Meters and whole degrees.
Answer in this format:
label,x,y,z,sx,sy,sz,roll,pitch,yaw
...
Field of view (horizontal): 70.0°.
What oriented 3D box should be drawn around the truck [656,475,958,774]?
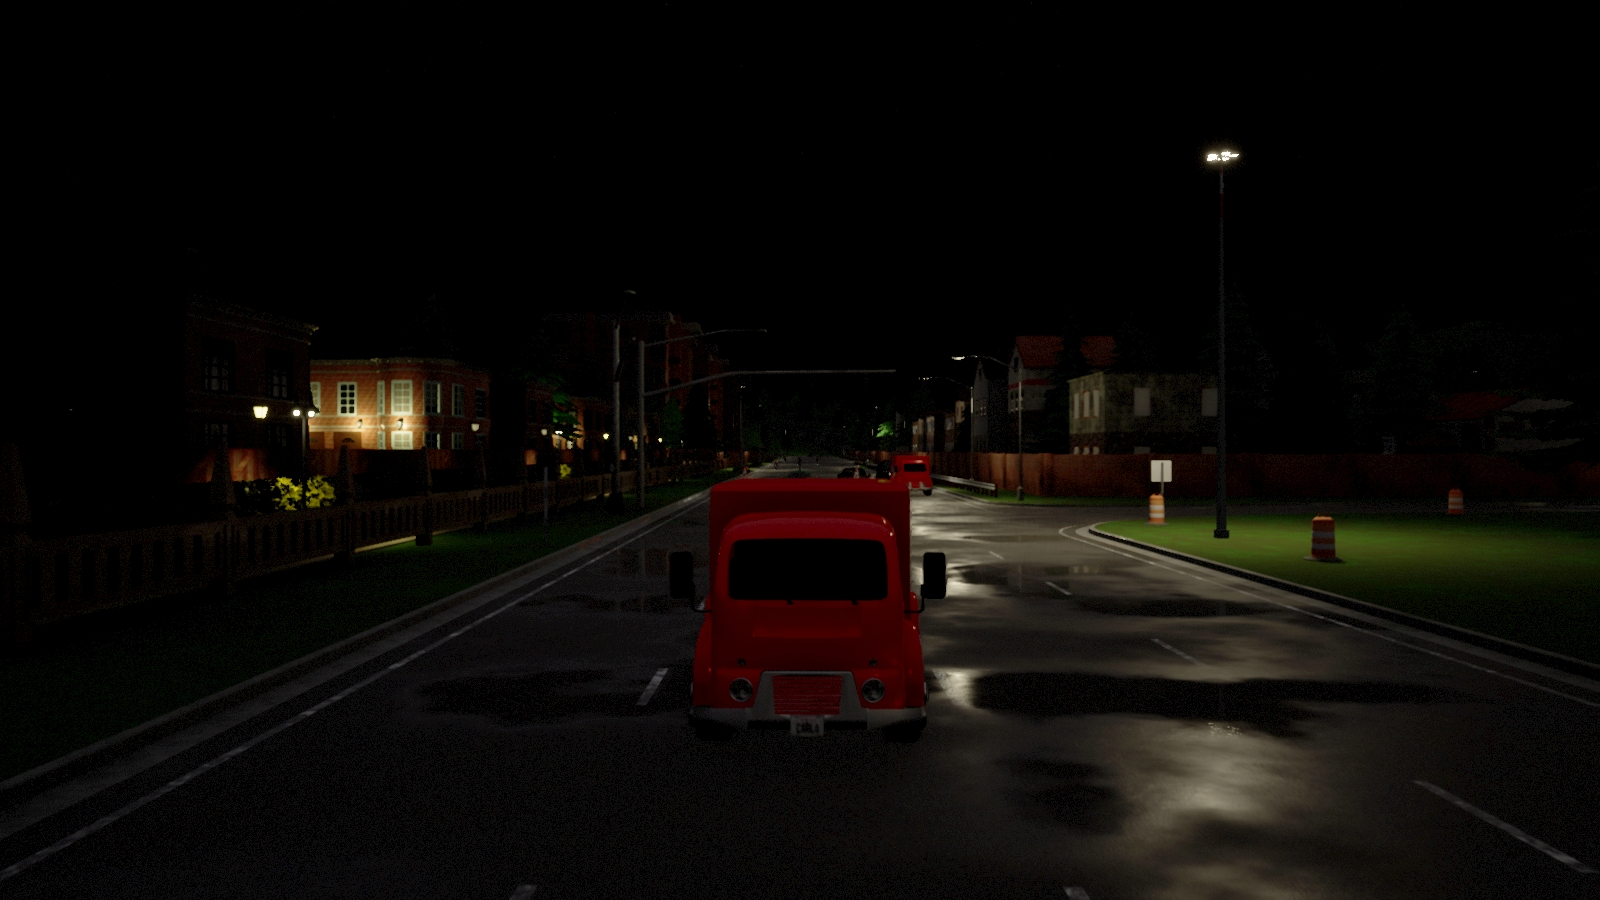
label,x,y,z,sx,sy,sz,roll,pitch,yaw
truck,0.113,1.571,12.525,2.627,2.467,5.204,0,0,1
